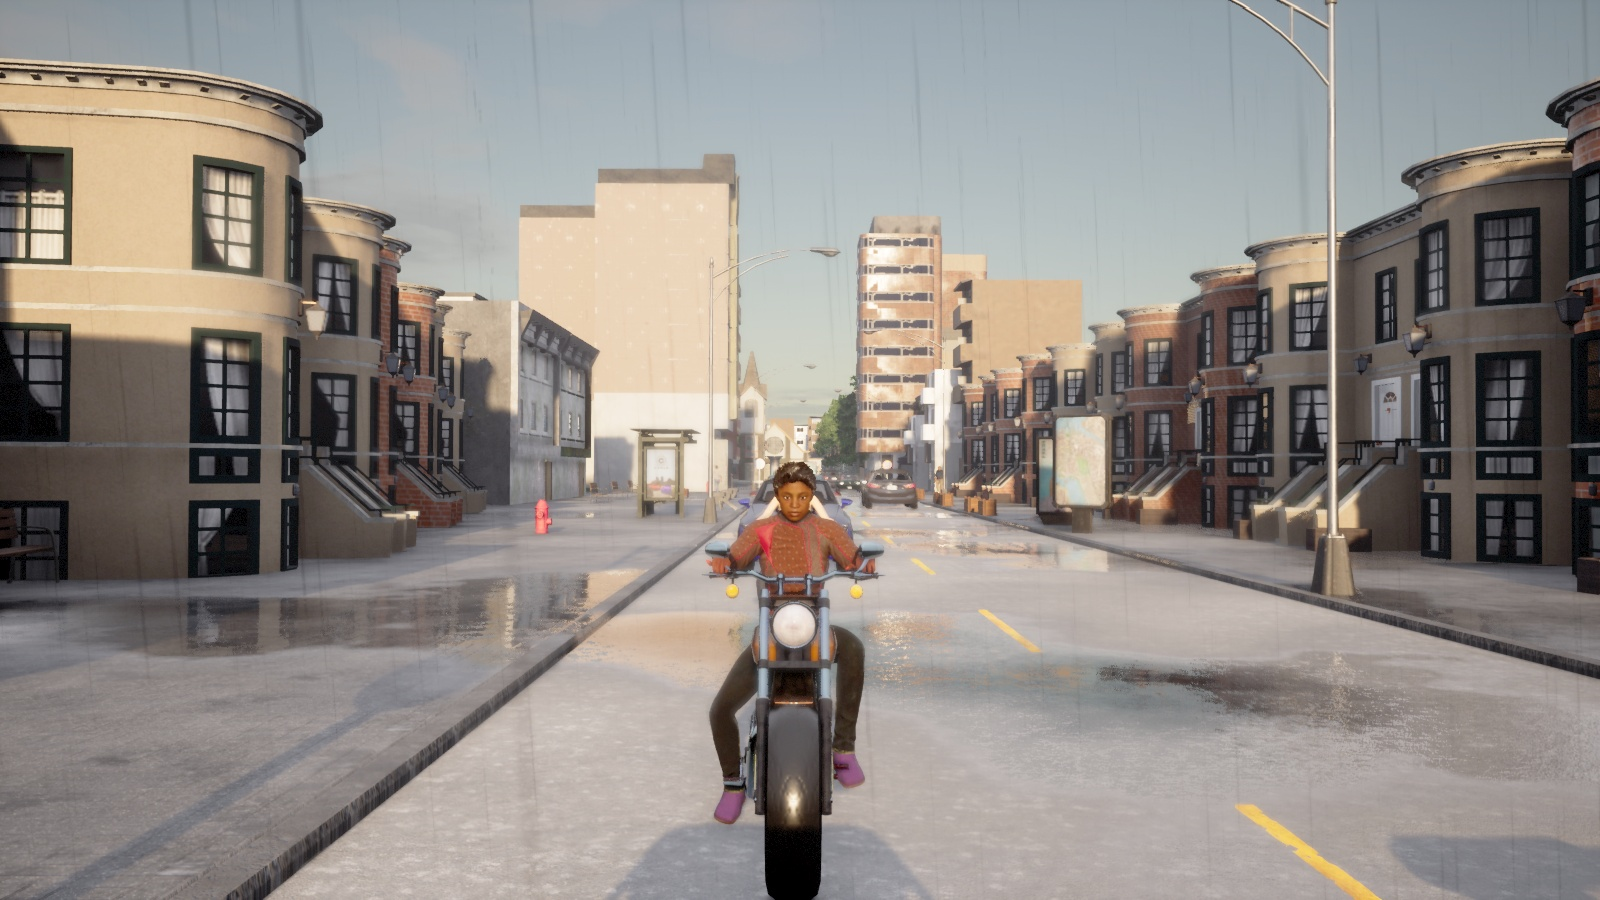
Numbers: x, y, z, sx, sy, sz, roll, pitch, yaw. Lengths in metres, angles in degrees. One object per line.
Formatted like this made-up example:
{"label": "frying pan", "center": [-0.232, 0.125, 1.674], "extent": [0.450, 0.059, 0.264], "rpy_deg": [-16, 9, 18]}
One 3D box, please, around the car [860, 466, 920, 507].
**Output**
{"label": "car", "center": [3.825, 1.551, 54.137], "extent": [2.242, 1.667, 4.611], "rpy_deg": [0, -1, 0]}

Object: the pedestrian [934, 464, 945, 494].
{"label": "pedestrian", "center": [8.473, 1.770, 76.365], "extent": [0.540, 1.848, 0.694], "rpy_deg": [-1, -1, 19]}

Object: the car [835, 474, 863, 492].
{"label": "car", "center": [3.649, 2.471, 93.768], "extent": [1.895, 1.301, 4.718], "rpy_deg": [0, -1, 0]}

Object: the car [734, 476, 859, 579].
{"label": "car", "center": [-0.067, 1.170, 20.390], "extent": [1.816, 1.474, 4.193], "rpy_deg": [0, -1, 0]}

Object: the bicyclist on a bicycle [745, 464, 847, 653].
{"label": "bicyclist on a bicycle", "center": [-0.038, 0.944, 11.512], "extent": [0.866, 1.612, 1.509], "rpy_deg": [0, -1, 0]}

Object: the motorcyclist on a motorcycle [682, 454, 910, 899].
{"label": "motorcyclist on a motorcycle", "center": [-0.019, 0.856, 5.428], "extent": [0.766, 1.649, 2.350], "rpy_deg": [0, -1, 0]}
